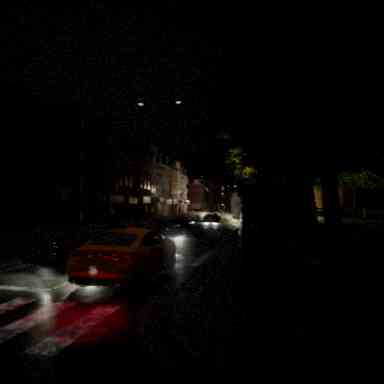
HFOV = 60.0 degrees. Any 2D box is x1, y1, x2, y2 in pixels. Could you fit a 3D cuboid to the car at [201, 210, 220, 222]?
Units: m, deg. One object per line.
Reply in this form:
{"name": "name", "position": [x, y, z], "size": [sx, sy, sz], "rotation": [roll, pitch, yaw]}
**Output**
{"name": "car", "position": [2.857, 3.616, 47.896], "size": [1.994, 1.385, 4.181], "rotation": [0, -3, 11]}

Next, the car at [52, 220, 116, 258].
{"name": "car", "position": [-3.982, 1.994, 14.372], "size": [1.882, 1.535, 5.008], "rotation": [0, -2, 11]}

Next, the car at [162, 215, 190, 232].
{"name": "car", "position": [-1.384, 2.636, 27.282], "size": [1.812, 1.442, 4.674], "rotation": [0, -2, 11]}

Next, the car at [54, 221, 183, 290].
{"name": "car", "position": [-1.876, 1.861, 10.387], "size": [1.882, 1.535, 5.008], "rotation": [0, -3, 11]}
